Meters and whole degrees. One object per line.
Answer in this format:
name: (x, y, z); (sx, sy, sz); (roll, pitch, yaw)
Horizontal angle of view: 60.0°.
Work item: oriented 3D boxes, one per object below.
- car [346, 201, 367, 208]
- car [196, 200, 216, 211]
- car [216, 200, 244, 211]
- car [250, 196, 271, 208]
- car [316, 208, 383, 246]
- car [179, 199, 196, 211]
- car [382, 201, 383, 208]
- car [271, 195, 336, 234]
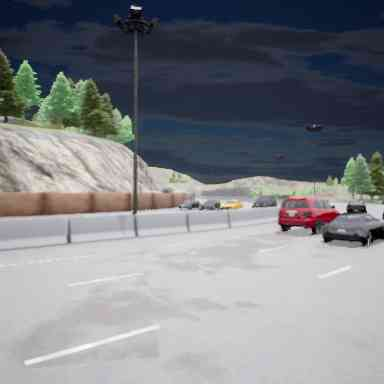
car: (18.022, 1.748, 36.427); (1.882, 1.535, 5.008); (0, 0, 28)
car: (2.758, 1.813, 45.342); (1.837, 1.490, 4.892); (0, -1, 26)
car: (5.196, 1.768, 42.389); (1.882, 1.535, 5.008); (0, -1, 26)
car: (9.610, 1.523, 43.346); (2.150, 2.045, 5.566); (0, 0, 25)
car: (7.953, 1.684, 16.085); (1.994, 1.385, 4.181); (0, -1, 43)
car: (-0.205, 1.806, 47.195); (2.128, 1.511, 4.902); (0, 0, 25)
car: (19.120, 1.458, 31.062); (2.150, 2.045, 5.566); (0, 0, 31)
car: (7.302, 1.369, 20.449); (2.150, 2.045, 5.566); (0, 0, 41)
